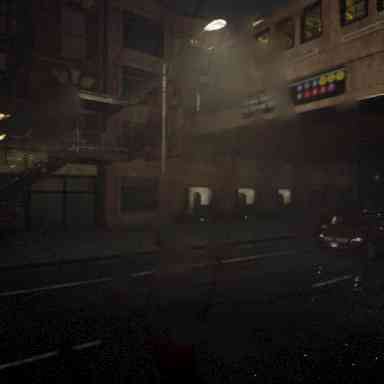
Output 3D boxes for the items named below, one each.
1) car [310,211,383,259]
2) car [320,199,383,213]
[{"bbox_3d":[7.045,1.678,13.438,4.674,1.442,1.812,1,0,-36],"label":"car"},{"bbox_3d":[8.936,1.432,18.462,5.566,2.045,2.435,1,0,-36],"label":"car"}]
